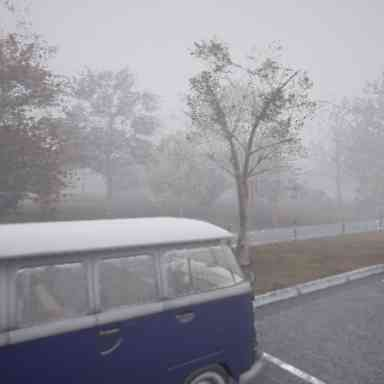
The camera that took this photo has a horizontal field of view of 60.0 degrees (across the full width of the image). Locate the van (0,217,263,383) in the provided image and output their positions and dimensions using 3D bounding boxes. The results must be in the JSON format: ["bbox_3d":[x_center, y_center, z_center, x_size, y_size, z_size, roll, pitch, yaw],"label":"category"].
[{"bbox_3d":[-1.260,1.282,3.152,4.442,1.987,1.878,0,0,-33],"label":"van"}]
